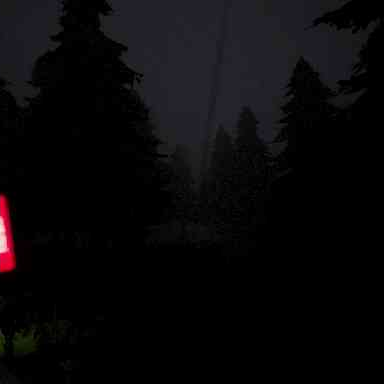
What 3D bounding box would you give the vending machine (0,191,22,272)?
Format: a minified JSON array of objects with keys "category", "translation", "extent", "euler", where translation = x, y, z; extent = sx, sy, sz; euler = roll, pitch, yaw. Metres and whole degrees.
[{"category":"vending machine","translation":[-5.543,1.112,9.132],"extent":[0.880,2.100,1.100],"euler":[-7,1,45]}]
